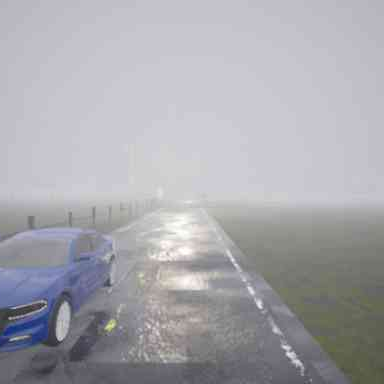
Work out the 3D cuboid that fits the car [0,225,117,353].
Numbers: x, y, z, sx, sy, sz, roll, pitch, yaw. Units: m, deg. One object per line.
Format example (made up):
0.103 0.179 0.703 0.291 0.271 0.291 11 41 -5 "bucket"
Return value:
-2.842 1.495 6.582 1.882 1.535 5.008 0 0 0 "car"
